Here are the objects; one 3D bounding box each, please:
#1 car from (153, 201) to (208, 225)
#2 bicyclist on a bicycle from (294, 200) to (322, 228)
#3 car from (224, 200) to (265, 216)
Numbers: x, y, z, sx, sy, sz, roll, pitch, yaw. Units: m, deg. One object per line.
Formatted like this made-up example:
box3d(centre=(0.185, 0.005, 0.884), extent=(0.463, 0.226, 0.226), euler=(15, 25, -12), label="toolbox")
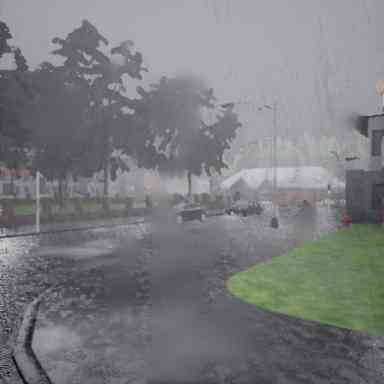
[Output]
box3d(centre=(-0.688, 1.426, 23.504), extent=(1.837, 1.490, 4.892), euler=(0, 0, 36), label="car")
box3d(centre=(6.838, 1.316, 19.609), extent=(1.656, 1.620, 0.582), euler=(0, 0, 35), label="bicyclist on a bicycle")
box3d(centre=(5.119, 1.468, 31.582), extent=(2.033, 1.411, 5.357), euler=(0, 0, 36), label="car")
